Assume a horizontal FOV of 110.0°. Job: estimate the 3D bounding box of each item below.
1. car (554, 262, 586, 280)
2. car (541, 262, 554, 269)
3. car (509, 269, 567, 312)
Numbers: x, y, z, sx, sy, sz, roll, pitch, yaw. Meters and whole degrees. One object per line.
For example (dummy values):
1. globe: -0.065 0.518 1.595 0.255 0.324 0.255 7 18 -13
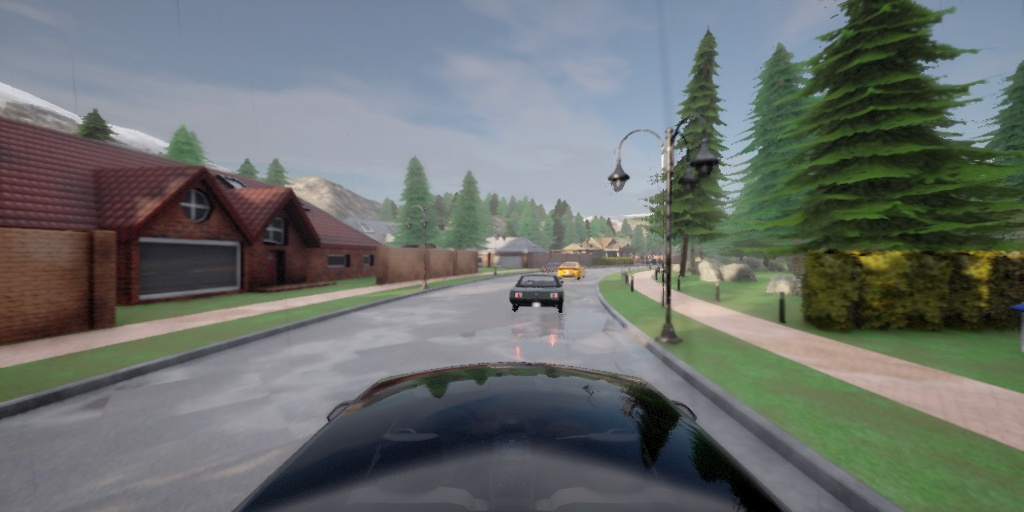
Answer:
1. car: 5.327 1.260 31.736 1.882 1.535 5.008 0 0 18
2. car: 4.730 1.347 40.354 1.994 1.385 4.181 0 0 24
3. car: 1.132 1.360 14.298 1.895 1.301 4.718 0 0 8
